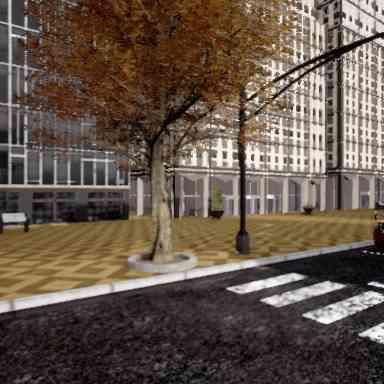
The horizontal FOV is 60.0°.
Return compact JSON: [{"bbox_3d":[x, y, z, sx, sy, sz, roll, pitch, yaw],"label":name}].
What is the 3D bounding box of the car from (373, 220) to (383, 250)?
[{"bbox_3d":[9.207,1.333,13.125,5.009,1.841,2.192,0,0,-35],"label":"car"}]
